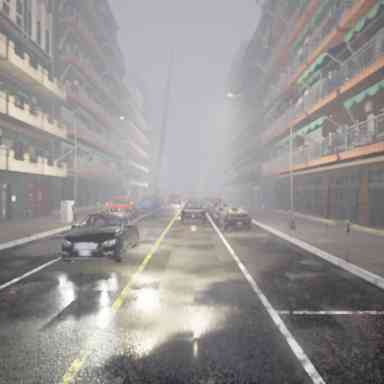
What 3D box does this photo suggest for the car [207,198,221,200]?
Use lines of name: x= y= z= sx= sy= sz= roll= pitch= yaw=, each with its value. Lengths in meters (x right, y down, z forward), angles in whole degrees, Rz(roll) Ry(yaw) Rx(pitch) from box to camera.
car: x=2.689 y=1.553 z=32.427 sx=1.887 sy=1.381 sz=4.507 roll=0 pitch=0 yaw=0

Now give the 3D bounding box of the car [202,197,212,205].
car: x=2.688 y=1.579 z=60.902 sx=1.752 sy=1.417 sz=4.829 roll=0 pitch=0 yaw=0

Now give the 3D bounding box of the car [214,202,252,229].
car: x=2.690 y=1.556 z=21.102 sx=2.008 sy=1.369 sz=4.403 roll=0 pitch=0 yaw=0

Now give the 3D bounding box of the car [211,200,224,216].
car: x=2.690 y=1.558 z=26.764 sx=2.008 sy=1.369 sz=4.403 roll=0 pitch=0 yaw=0

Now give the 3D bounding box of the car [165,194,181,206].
car: x=-3.001 y=1.360 z=56.461 sx=2.150 sy=2.045 sz=5.566 roll=0 pitch=0 yaw=0

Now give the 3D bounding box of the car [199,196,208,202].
car: x=2.687 y=1.640 z=77.723 sx=1.887 sy=1.381 sz=4.507 roll=0 pitch=0 yaw=0

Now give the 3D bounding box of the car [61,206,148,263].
car: x=-3.100 y=1.495 z=12.067 sx=2.128 sy=1.511 sz=4.902 roll=0 pitch=0 yaw=0

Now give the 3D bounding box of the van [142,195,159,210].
van: x=-5.691 y=1.358 z=43.772 sx=1.690 sy=1.788 sz=3.998 roll=0 pitch=0 yaw=0

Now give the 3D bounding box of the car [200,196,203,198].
car: x=0.100 y=1.512 z=45.823 sx=2.128 sy=1.511 sz=4.902 roll=0 pitch=0 yaw=0

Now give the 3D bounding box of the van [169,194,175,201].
van: x=-5.694 y=1.494 z=94.728 sx=1.690 sy=1.788 sz=3.998 roll=0 pitch=0 yaw=0

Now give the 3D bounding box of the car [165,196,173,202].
car: x=-5.693 y=1.637 z=83.234 sx=1.752 sy=1.417 sz=4.829 roll=0 pitch=0 yaw=0

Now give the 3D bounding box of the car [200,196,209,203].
car: x=2.688 y=1.626 z=72.057 sx=1.887 sy=1.381 sz=4.507 roll=0 pitch=0 yaw=0

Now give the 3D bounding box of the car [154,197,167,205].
car: x=-5.693 y=1.598 z=60.755 sx=1.887 sy=1.381 sz=4.507 roll=0 pitch=0 yaw=0

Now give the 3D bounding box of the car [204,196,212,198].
car: x=2.689 y=1.452 z=38.087 sx=1.967 sy=1.590 sz=4.097 roll=0 pitch=0 yaw=0

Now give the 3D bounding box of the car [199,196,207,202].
car: x=2.687 y=1.638 z=83.551 sx=1.752 sy=1.417 sz=4.829 roll=0 pitch=0 yaw=0

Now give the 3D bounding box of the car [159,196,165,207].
car: x=-5.693 y=1.343 z=49.432 sx=2.192 sy=1.841 sz=5.009 roll=0 pitch=0 yaw=0

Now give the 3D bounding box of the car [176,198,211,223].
car: x=0.099 y=1.497 z=25.520 sx=2.128 sy=1.511 sz=4.902 roll=0 pitch=0 yaw=0

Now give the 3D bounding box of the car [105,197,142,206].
car: x=-5.691 y=1.323 z=26.785 sx=2.192 sy=1.841 sz=5.009 roll=0 pitch=0 yaw=0
